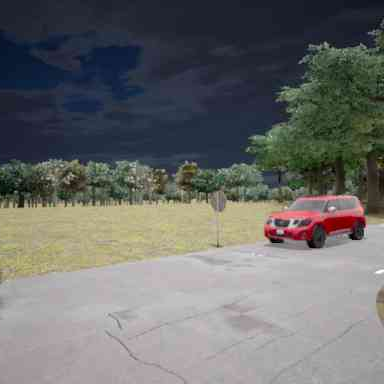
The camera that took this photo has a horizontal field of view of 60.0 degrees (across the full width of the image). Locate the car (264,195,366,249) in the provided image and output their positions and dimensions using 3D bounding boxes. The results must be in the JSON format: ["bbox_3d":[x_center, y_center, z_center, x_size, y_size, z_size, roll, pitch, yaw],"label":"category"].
[{"bbox_3d":[5.612,1.197,14.776,5.566,2.045,2.150,-1,-1,-39],"label":"car"}]

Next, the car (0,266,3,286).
[{"bbox_3d":[-5.977,1.511,5.416,5.008,1.535,1.882,0,-1,-39],"label":"car"}]
